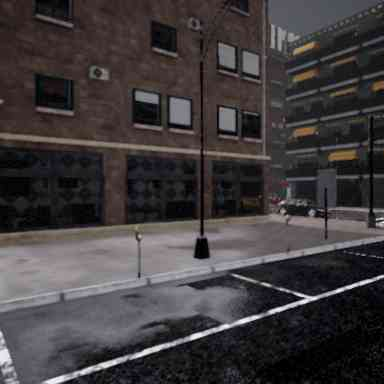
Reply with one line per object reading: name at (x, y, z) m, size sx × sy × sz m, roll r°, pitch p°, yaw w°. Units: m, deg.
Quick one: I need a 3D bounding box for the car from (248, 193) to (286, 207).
car at (8.885, 0.915, 39.833) m, size 1.967 × 1.590 × 4.097 m, roll 1°, pitch 0°, yaw -36°

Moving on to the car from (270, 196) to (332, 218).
car at (8.654, 1.218, 25.926) m, size 2.008 × 1.369 × 4.403 m, roll 1°, pitch 0°, yaw -36°

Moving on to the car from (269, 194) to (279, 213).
car at (5.474, 1.118, 30.287) m, size 1.752 × 1.417 × 4.829 m, roll 1°, pitch 0°, yaw -36°
